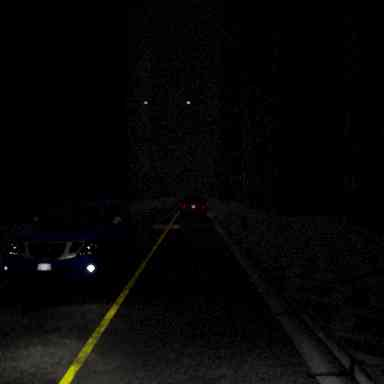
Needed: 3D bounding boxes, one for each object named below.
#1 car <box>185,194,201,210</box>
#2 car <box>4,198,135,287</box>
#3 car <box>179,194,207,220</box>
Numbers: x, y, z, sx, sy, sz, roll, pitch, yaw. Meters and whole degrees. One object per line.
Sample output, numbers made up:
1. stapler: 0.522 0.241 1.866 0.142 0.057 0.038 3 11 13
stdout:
1. car: 0.129 1.279 46.130 2.150 2.045 5.566 0 0 1
2. car: -3.096 1.228 9.736 2.150 2.045 5.566 0 0 0
3. car: 0.110 1.235 27.896 2.150 2.045 5.566 0 -1 0
